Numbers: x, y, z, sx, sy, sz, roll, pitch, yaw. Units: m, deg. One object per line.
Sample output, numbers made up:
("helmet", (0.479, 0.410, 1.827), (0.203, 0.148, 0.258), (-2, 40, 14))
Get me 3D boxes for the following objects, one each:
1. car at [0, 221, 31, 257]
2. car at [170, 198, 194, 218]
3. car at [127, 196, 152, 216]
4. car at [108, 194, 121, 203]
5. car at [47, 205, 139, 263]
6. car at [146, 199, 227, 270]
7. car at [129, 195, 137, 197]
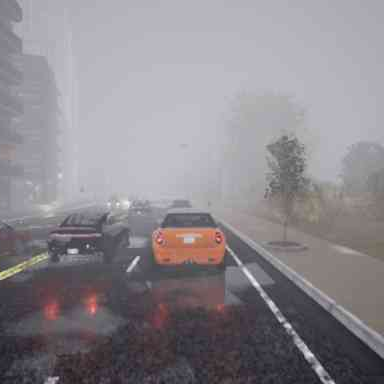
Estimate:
("car", (-6.746, 1.559, 9.888), (1.895, 1.301, 4.718), (0, 0, -1))
("car", (-0.942, 1.318, 28.966), (1.882, 1.535, 5.008), (0, 0, -4))
("car", (-4.097, 1.348, 27.313), (2.128, 1.511, 4.902), (0, 0, -3))
("car", (-13.719, 1.187, 58.959), (1.837, 1.490, 4.892), (0, 0, -7))
("car", (-3.393, 1.433, 11.720), (2.128, 1.511, 4.902), (0, 0, -1))
("car", (-0.126, 1.292, 10.969), (2.097, 1.767, 4.553), (0, 0, -1))
("car", (-10.537, 1.196, 59.761), (1.812, 1.442, 4.674), (0, 0, -7))
